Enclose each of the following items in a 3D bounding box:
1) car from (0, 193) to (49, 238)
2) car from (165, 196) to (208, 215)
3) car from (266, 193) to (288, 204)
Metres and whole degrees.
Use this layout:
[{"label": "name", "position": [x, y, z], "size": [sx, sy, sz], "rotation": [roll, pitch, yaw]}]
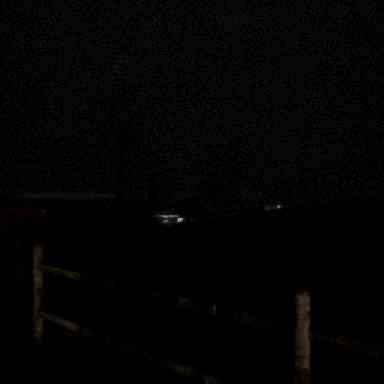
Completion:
[{"label": "car", "position": [-8.267, 1.036, 13.258], "size": [2.150, 2.045, 5.566], "rotation": [-3, -1, 15]}, {"label": "car", "position": [-0.404, 1.195, 29.913], "size": [1.837, 1.490, 4.892], "rotation": [-1, 1, 35]}, {"label": "car", "position": [12.244, 0.986, 47.878], "size": [1.837, 1.490, 4.892], "rotation": [-1, -1, 35]}]
